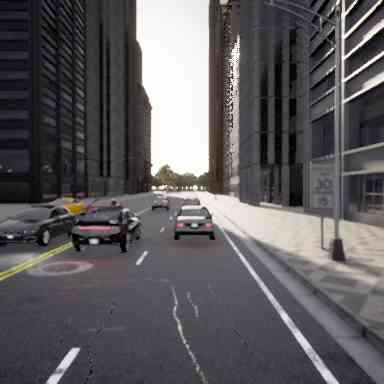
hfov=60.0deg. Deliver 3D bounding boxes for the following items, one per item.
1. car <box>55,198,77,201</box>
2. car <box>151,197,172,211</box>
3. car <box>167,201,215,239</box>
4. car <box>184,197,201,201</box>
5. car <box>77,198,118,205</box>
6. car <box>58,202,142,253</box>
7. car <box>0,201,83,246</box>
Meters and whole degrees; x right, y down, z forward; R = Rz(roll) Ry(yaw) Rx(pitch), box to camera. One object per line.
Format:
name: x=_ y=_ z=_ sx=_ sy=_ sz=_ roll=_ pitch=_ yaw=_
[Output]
car: x=-9.824 y=1.217 z=25.803 sx=1.882 sy=1.535 sz=5.008 roll=0 pitch=1 yaw=0
car: x=-3.228 y=1.193 z=35.424 sx=2.033 sy=1.411 sz=5.357 roll=0 pitch=1 yaw=0
car: x=0.108 y=1.382 z=16.155 sx=2.033 sy=1.411 sz=5.357 roll=0 pitch=1 yaw=0
car: x=0.036 y=1.191 z=37.287 sx=1.994 sy=1.385 sz=4.181 roll=0 pitch=1 yaw=1
car: x=-6.572 y=1.226 z=24.815 sx=1.882 sy=1.535 sz=5.008 roll=0 pitch=1 yaw=0
car: x=-3.143 y=1.355 z=13.086 sx=2.128 sy=1.511 sz=4.902 roll=0 pitch=0 yaw=0
car: x=-6.587 y=1.357 z=14.481 sx=1.837 sy=1.490 sz=4.892 roll=0 pitch=1 yaw=0
